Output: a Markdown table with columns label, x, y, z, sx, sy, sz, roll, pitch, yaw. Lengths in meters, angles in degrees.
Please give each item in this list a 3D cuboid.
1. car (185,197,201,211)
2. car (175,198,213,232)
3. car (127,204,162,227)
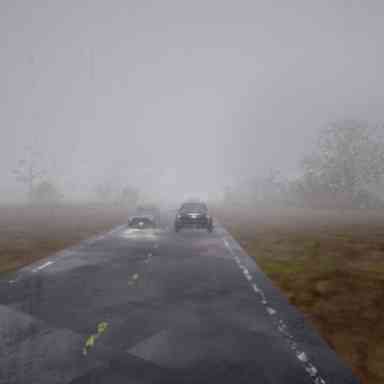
| label | x | y | z | sx | sy | sz | roll | pitch | yaw |
| --- | --- | --- | --- | --- | --- | --- | --- | --- | --- |
| car | 0.112 | 1.470 | 42.708 | 1.882 | 1.535 | 5.008 | 0 | 0 | 0 |
| car | 0.105 | 1.349 | 20.092 | 2.097 | 1.767 | 4.553 | 0 | 0 | 0 |
| car | -3.095 | 1.543 | 22.849 | 2.033 | 1.411 | 5.357 | 0 | 0 | 0 |
